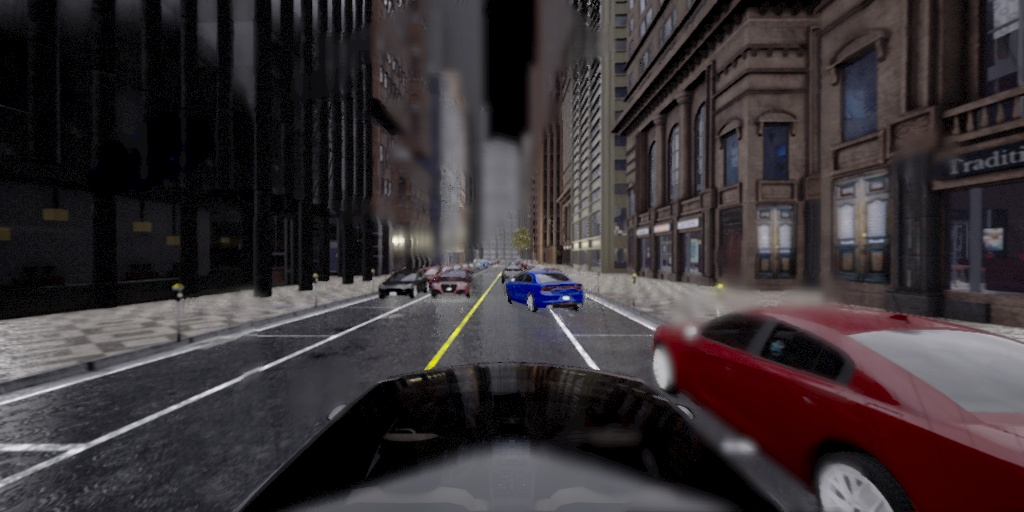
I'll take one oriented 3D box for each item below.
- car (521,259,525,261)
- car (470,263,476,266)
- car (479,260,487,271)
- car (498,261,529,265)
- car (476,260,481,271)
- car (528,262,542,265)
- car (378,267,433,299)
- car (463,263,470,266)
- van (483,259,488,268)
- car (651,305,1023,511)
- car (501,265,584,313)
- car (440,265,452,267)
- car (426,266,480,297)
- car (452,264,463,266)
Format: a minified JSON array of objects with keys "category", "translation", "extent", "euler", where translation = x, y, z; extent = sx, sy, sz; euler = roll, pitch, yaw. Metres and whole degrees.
[{"category":"car","translation":[2.842,1.707,58.678],"extent":[1.888,1.381,4.507],"euler":[0,0,0]},{"category":"car","translation":[-5.679,1.594,41.797],"extent":[1.888,1.381,4.507],"euler":[0,0,0]},{"category":"car","translation":[-5.684,1.712,58.671],"extent":[2.007,1.370,4.403],"euler":[0,0,0]},{"category":"car","translation":[0.076,1.463,30.797],"extent":[2.128,1.511,4.902],"euler":[0,0,0]},{"category":"car","translation":[-5.681,1.638,47.421],"extent":[2.007,1.370,4.403],"euler":[0,0,0]},{"category":"car","translation":[2.848,1.535,36.350],"extent":[1.751,1.417,4.829],"euler":[0,0,0]},{"category":"car","translation":[-5.673,1.451,19.297],"extent":[1.948,1.339,4.313],"euler":[0,0,0]},{"category":"car","translation":[-5.678,1.554,36.173],"extent":[1.888,1.381,4.507],"euler":[0,0,0]},{"category":"van","translation":[-5.685,1.539,64.295],"extent":[1.690,1.789,3.998],"euler":[0,0,0]},{"category":"car","translation":[3.139,1.243,3.729],"extent":[1.882,1.535,5.008],"euler":[0,0,0]},{"category":"car","translation":[1.141,1.329,14.848],"extent":[1.882,1.535,5.008],"euler":[0,0,-18]},{"category":"car","translation":[-5.675,1.473,24.923],"extent":[1.888,1.381,4.507],"euler":[0,0,0]},{"category":"car","translation":[-3.103,1.452,19.638],"extent":[1.994,1.385,4.181],"euler":[0,0,0]},{"category":"car","translation":[-5.677,1.514,30.548],"extent":[1.888,1.381,4.507],"euler":[0,0,0]}]
